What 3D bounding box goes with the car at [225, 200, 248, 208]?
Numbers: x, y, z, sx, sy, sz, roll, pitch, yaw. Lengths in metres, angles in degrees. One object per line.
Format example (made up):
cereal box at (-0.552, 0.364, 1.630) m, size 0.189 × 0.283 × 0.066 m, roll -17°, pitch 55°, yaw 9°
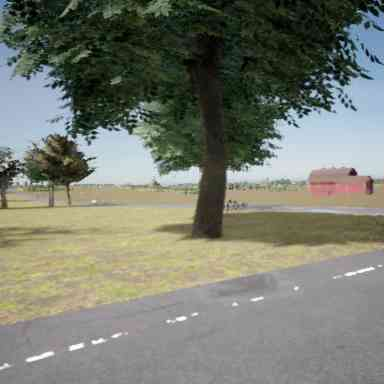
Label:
car at (8.334, 2.242, 62.482) m, size 1.895 × 1.301 × 4.718 m, roll -3°, pitch 1°, yaw -37°
